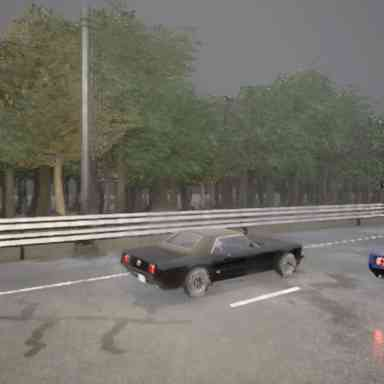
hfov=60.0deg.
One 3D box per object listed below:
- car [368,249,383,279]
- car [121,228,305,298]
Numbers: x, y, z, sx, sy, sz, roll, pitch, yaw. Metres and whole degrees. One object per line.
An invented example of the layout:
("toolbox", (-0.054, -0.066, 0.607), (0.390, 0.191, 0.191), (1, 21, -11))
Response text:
("car", (6.428, 1.582, 8.132), (4.718, 1.301, 1.895), (0, 0, -34))
("car", (0.739, 1.584, 8.486), (4.718, 1.301, 1.895), (0, 0, -35))
